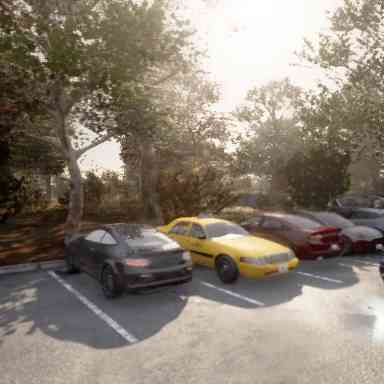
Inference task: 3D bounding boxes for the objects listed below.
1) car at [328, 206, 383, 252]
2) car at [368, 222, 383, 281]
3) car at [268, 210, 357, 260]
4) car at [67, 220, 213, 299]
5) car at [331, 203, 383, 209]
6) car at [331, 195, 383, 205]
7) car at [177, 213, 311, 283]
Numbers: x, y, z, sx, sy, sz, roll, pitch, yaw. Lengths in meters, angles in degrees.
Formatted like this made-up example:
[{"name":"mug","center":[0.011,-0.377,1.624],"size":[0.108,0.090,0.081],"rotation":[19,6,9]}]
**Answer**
[{"name":"car","center":[5.040,1.480,13.378],"size":[2.163,1.488,4.792],"rotation":[0,0,-36]},{"name":"car","center":[6.579,1.500,8.369],"size":[4.674,1.442,1.812],"rotation":[0,0,-36]},{"name":"car","center":[2.760,1.457,11.778],"size":[2.097,1.535,5.008],"rotation":[0,0,-36]},{"name":"car","center":[-1.775,1.512,8.541],"size":[2.002,1.452,4.674],"rotation":[0,0,-36]},{"name":"car","center":[7.271,1.473,15.046],"size":[2.163,1.488,4.792],"rotation":[0,0,-36]},{"name":"car","center":[9.568,1.187,16.618],"size":[2.435,2.045,5.566],"rotation":[0,0,-36]},{"name":"car","center":[0.598,1.462,10.011],"size":[1.946,1.575,5.366],"rotation":[0,0,-36]}]
